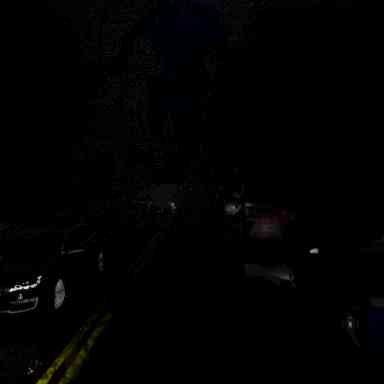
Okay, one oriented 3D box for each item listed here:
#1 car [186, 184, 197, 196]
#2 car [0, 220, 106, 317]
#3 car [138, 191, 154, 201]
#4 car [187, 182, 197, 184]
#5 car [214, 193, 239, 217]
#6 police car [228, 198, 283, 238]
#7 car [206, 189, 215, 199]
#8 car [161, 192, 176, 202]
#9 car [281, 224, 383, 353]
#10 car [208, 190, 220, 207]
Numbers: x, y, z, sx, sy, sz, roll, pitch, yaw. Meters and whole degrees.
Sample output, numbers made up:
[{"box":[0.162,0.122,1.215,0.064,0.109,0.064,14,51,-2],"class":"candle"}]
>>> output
[{"box":[-0.034,-0.129,60.560,1.812,1.442,4.674,0,3,0],"class":"car"},{"box":[-3.355,1.474,7.626,1.837,1.490,4.892,0,0,0],"class":"car"},{"box":[-6.609,0.529,48.296,1.994,1.385,4.181,0,3,0],"class":"car"},{"box":[-0.045,-1.504,79.842,2.150,2.045,5.566,0,3,0],"class":"car"},{"box":[3.235,1.185,28.083,2.033,1.649,4.856,0,1,0],"class":"car"},{"box":[3.241,1.346,17.208,1.930,1.638,5.238,0,0,0],"class":"police car"},{"box":[3.222,0.381,50.054,1.837,1.490,4.892,0,3,0],"class":"car"},{"box":[-3.364,0.611,47.407,1.895,1.301,4.718,0,3,0],"class":"car"},{"box":[3.247,1.539,6.100,1.994,1.385,4.181,0,0,0],"class":"car"},{"box":[3.228,0.877,39.067,1.882,1.535,5.008,0,2,0],"class":"car"}]
